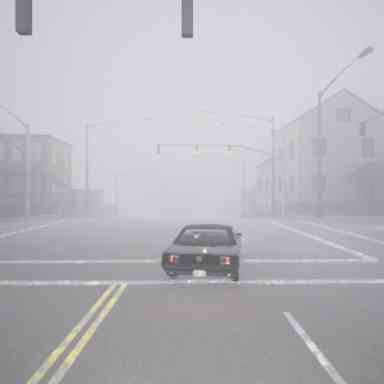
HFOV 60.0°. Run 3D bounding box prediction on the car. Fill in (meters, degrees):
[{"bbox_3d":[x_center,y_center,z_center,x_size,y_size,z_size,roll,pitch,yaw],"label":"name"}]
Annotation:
[{"bbox_3d":[0.540,1.599,9.968,1.895,1.301,4.718,0,0,9],"label":"car"}]
